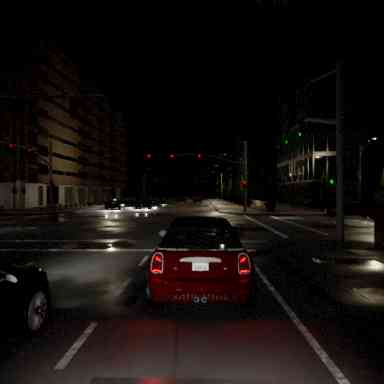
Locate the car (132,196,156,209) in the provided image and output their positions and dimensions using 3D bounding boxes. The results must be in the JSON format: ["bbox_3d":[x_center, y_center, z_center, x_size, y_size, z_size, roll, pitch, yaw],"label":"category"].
[{"bbox_3d":[-6.640,1.617,46.115,1.994,1.385,4.181,0,0,1],"label":"car"}]

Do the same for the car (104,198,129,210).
[{"bbox_3d":[-10.170,1.615,44.120,1.994,1.385,4.181,0,0,1],"label":"car"}]

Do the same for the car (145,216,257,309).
[{"bbox_3d":[0.218,1.362,8.087,2.097,1.767,4.553,0,0,2],"label":"car"}]

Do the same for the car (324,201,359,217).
[{"bbox_3d":[14.499,1.582,30.001,4.902,1.511,2.128,0,0,1],"label":"car"}]

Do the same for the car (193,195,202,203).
[{"bbox_3d":[1.231,1.564,73.808,1.882,1.535,5.008,0,0,2],"label":"car"}]

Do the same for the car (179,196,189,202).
[{"bbox_3d":[-1.973,1.637,83.914,2.033,1.411,5.357,0,0,2],"label":"car"}]

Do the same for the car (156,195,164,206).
[{"bbox_3d":[-6.417,1.555,55.006,2.128,1.511,4.902,0,0,2],"label":"car"}]

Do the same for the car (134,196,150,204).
[{"bbox_3d":[-9.602,1.566,64.267,2.128,1.511,4.902,0,0,2],"label":"car"}]

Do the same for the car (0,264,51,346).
[{"bbox_3d":[-3.397,1.496,3.858,2.128,1.511,4.902,0,0,1],"label":"car"}]

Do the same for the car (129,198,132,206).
[{"bbox_3d":[-9.981,1.662,52.963,1.895,1.301,4.718,0,0,2],"label":"car"}]

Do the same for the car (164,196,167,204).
[{"bbox_3d":[-6.082,1.427,64.811,2.097,1.767,4.553,0,0,2],"label":"car"}]

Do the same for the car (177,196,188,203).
[{"bbox_3d":[-2.268,1.609,73.827,2.128,1.511,4.902,0,0,2],"label":"car"}]

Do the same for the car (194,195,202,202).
[{"bbox_3d":[1.530,1.575,83.962,1.882,1.535,5.008,0,0,2],"label":"car"}]

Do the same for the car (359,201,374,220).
[{"bbox_3d":[16.687,1.634,26.454,5.357,1.411,2.033,0,0,1],"label":"car"}]
